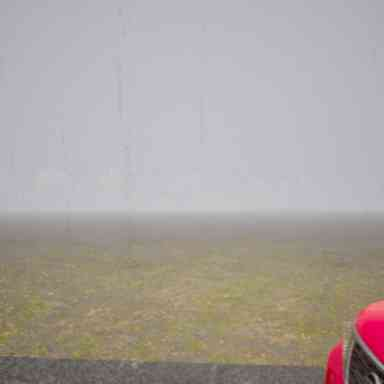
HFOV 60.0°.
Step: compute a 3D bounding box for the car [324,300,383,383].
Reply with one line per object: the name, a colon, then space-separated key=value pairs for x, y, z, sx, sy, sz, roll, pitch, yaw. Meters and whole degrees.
car: x=3.786 y=1.208 z=1.925 sx=5.566 sy=2.045 sz=2.150 roll=0 pitch=0 yaw=4
